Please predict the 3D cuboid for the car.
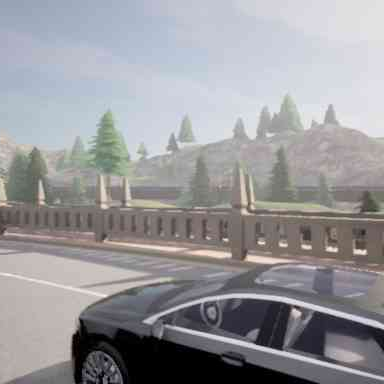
[{"bbox_3d":[0.839,1.479,3.178,4.902,1.511,2.128,0,0,35],"label":"car"}]
